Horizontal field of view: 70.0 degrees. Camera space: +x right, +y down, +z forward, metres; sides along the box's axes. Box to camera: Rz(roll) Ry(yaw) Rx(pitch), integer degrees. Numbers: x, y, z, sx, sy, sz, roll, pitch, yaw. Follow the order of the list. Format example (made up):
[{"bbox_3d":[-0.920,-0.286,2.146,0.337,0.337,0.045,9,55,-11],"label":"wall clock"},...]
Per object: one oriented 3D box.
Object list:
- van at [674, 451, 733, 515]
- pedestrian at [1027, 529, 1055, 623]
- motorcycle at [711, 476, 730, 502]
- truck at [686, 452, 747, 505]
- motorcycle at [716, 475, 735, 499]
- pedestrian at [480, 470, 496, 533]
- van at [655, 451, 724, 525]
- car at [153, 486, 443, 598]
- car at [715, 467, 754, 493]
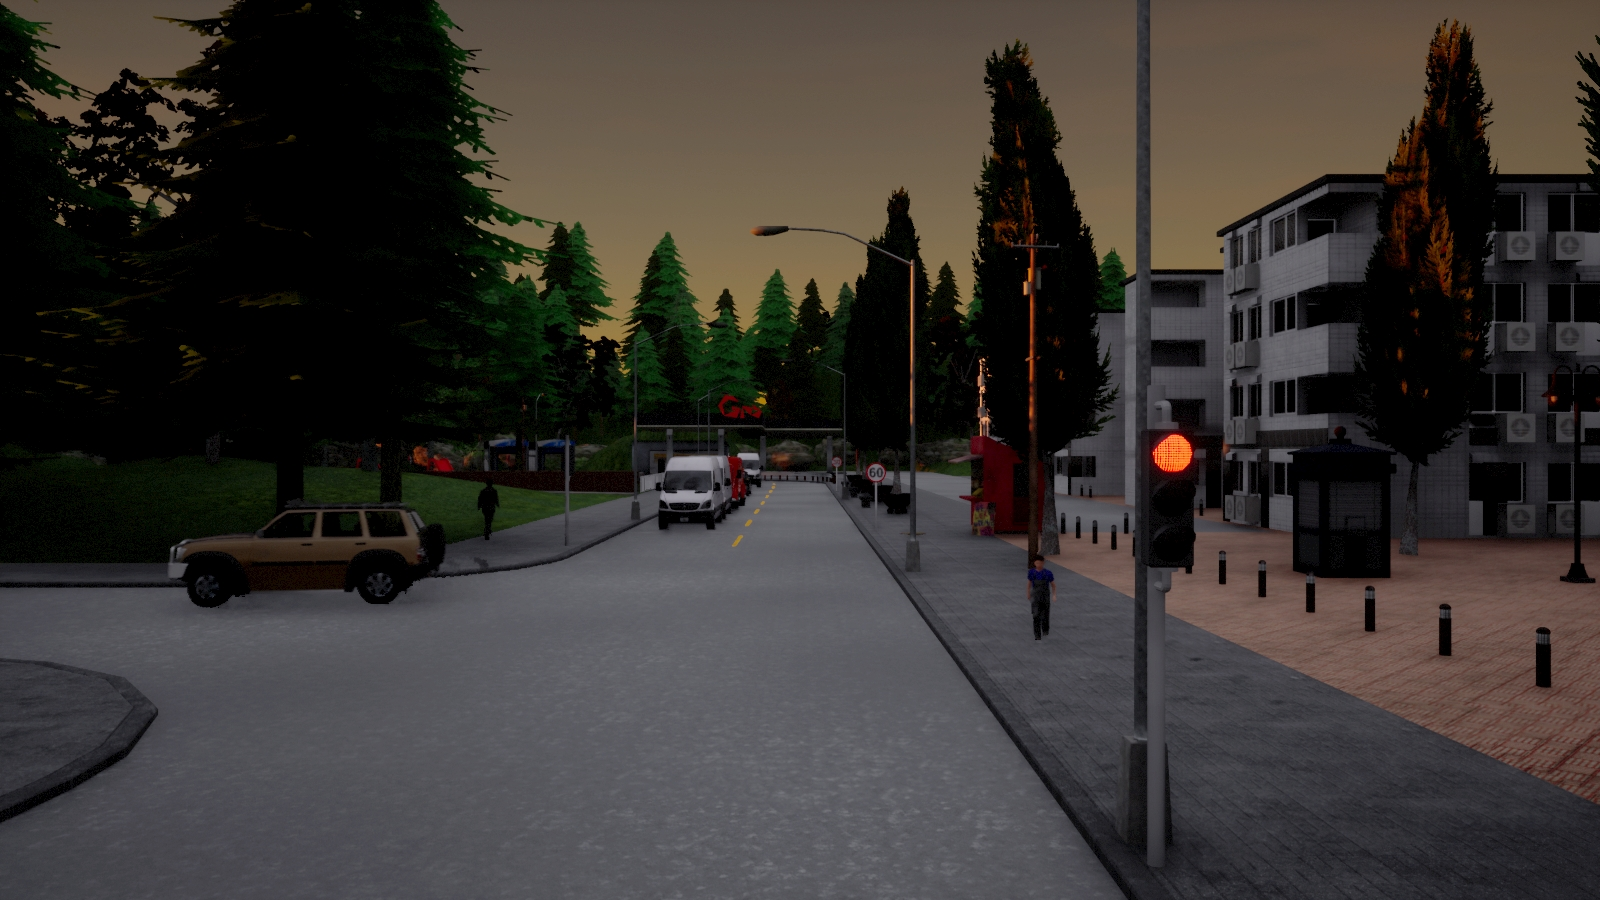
[{"bbox_3d":[-4.007,1.306,48.327,1.988,2.561,5.915,0,0,0],"label":"van"},{"bbox_3d":[3.454,1.802,16.379,0.375,1.300,0.375,0,0,14],"label":"pedestrian"},{"bbox_3d":[-3.975,1.953,57.177,0.856,1.236,1.805,0,0,0],"label":"motorcycle"},{"bbox_3d":[-3.995,1.339,55.631,2.627,2.467,5.204,0,0,0],"label":"truck"},{"bbox_3d":[-3.988,1.975,61.268,0.867,1.251,2.209,0,0,0],"label":"motorcycle"},{"bbox_3d":[-9.295,1.520,34.020,0.375,1.860,0.375,0,0,0],"label":"pedestrian"},{"bbox_3d":[-4.013,1.307,42.390,1.988,2.561,5.915,0,0,0],"label":"van"},{"bbox_3d":[-9.138,1.640,21.185,4.605,1.855,1.932,0,0,-10],"label":"car"},{"bbox_3d":[-3.975,1.816,70.543,2.128,1.511,4.902,0,0,0],"label":"car"}]
